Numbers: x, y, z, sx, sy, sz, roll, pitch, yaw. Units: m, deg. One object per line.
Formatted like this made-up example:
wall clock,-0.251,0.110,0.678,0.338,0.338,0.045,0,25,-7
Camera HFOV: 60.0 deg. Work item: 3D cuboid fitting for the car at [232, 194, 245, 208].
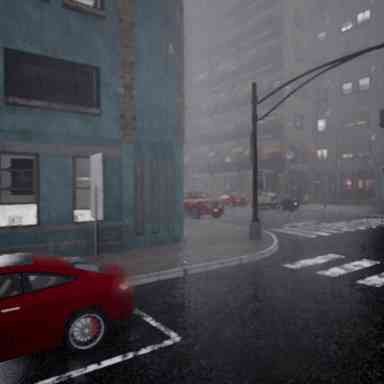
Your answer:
car,3.556,0.854,32.027,1.802,1.307,4.206,0,1,-36

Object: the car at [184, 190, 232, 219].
car,0.020,0.769,22.629,2.192,1.841,5.009,0,1,-36

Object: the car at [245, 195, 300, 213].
car,6.825,0.918,27.516,1.947,1.339,4.313,0,1,-36

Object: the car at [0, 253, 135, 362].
car,-2.843,1.577,4.523,4.206,1.307,1.802,-1,1,-35
